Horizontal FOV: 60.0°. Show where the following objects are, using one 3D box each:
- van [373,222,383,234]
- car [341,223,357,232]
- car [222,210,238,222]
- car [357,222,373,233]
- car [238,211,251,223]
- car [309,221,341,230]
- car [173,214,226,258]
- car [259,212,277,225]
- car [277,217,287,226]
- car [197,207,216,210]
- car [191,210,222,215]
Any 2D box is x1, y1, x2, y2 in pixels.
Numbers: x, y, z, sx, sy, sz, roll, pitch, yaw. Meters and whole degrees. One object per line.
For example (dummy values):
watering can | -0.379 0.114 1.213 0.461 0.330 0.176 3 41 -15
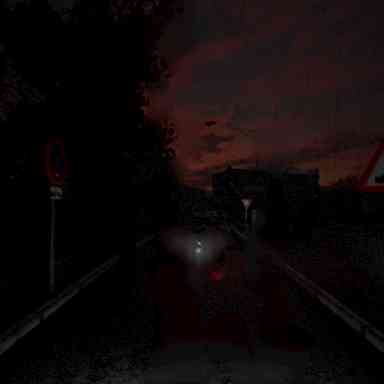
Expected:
van | 31.577 6.331 59.066 1.878 1.987 4.442 8 -5 -29
car | 25.554 6.004 58.164 2.002 1.452 4.674 8 -5 -29
car | 4.812 3.788 54.535 2.185 1.767 4.553 5 -5 -31
car | 28.435 6.262 58.818 1.946 1.575 5.366 7 -5 -29
car | 7.784 4.048 55.032 2.185 1.767 4.553 7 -5 -30
car | 22.584 5.706 57.653 2.002 1.452 4.674 7 -5 -29
car | 0.310 1.847 13.955 1.895 1.301 4.718 0 -1 1
car | 10.781 4.225 55.591 2.435 2.045 5.566 8 -5 -30
car | 13.614 4.775 56.283 1.946 1.575 5.366 7 -5 -30
car | 1.933 3.486 53.948 2.435 2.045 5.566 2 -4 -30
car | 1.388 2.577 29.986 1.812 1.442 4.674 -1 -3 9
